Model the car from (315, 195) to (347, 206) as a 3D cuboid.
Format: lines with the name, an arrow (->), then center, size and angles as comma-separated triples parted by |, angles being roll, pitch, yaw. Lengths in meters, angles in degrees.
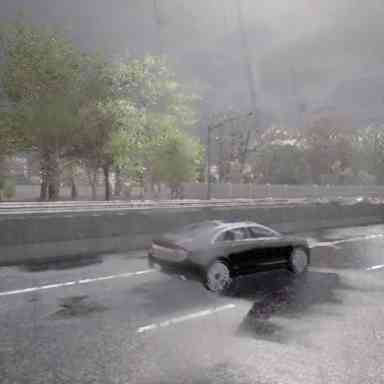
car -> 19.829, 1.381, 48.136 | 4.553, 1.767, 2.097 | 0, 0, -36

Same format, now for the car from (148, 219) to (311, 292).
car -> 1.205, 1.494, 8.950 | 4.902, 1.511, 2.128 | 0, 0, -35

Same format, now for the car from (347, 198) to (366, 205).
car -> 23.504, 1.524, 46.483 | 4.902, 1.511, 2.128 | 0, 0, -35

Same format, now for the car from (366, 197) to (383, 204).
car -> 25.208, 1.382, 43.404 | 4.553, 1.767, 2.097 | 0, 0, -35
